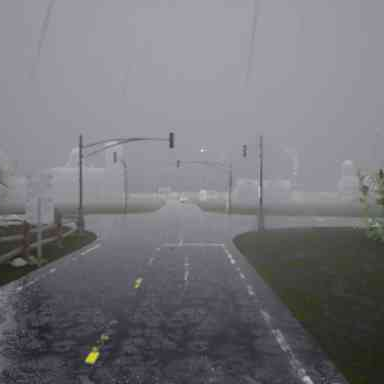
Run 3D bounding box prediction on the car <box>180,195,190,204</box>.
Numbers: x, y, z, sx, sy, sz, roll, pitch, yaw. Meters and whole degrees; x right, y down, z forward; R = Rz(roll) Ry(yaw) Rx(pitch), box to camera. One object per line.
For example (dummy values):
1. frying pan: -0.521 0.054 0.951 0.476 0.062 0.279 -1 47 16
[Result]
1. car: -1.586 2.162 81.234 1.812 1.442 4.674 0 -1 -3
